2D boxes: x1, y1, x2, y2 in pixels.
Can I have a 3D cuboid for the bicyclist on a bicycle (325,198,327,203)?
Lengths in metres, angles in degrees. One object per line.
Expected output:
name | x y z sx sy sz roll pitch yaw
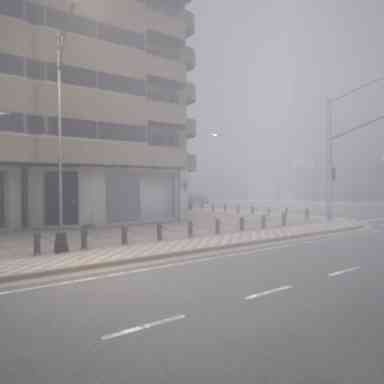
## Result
bicyclist on a bicycle | 17.773 0.656 43.361 1.656 1.620 0.582 -1 1 -35

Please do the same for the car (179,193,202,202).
car | -0.328 0.923 60.892 1.837 1.490 4.892 -1 0 -34

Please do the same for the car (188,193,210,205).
car | 0.688 1.092 46.936 1.994 1.385 4.181 -1 1 -35
